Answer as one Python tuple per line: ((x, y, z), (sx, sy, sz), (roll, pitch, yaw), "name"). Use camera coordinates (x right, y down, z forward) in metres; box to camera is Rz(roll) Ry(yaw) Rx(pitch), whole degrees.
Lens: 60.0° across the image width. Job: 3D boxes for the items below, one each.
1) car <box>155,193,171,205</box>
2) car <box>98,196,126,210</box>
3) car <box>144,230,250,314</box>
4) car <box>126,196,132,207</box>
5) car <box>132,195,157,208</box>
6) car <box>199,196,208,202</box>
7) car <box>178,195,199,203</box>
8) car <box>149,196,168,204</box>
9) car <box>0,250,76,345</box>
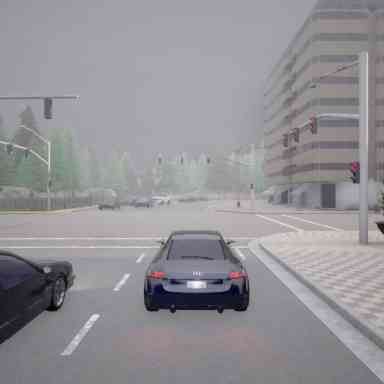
((-5.475, 1.221, 57.935), (2.150, 2.045, 5.566), (0, 0, 15), "car")
((-10.477, 1.547, 42.820), (2.033, 1.411, 5.357), (0, 0, 1), "car")
((0.090, 1.564, 7.729), (1.994, 1.385, 4.181), (0, 0, 0), "car")
((-9.853, 1.352, 52.284), (2.097, 1.767, 4.553), (0, 0, 6), "car")
((-6.778, 1.477, 47.586), (1.882, 1.535, 5.008), (0, 0, 3), "car")
((1.504, 1.538, 77.782), (2.033, 1.411, 5.357), (0, 0, 42), "car")
((-1.050, 1.352, 68.594), (2.097, 1.767, 4.553), (0, 0, 30), "car")
((-6.536, 1.525, 65.371), (1.812, 1.442, 4.674), (0, 0, 24), "car")
((-3.428, 1.547, 4.694), (2.033, 1.411, 5.357), (0, 0, 0), "car")
